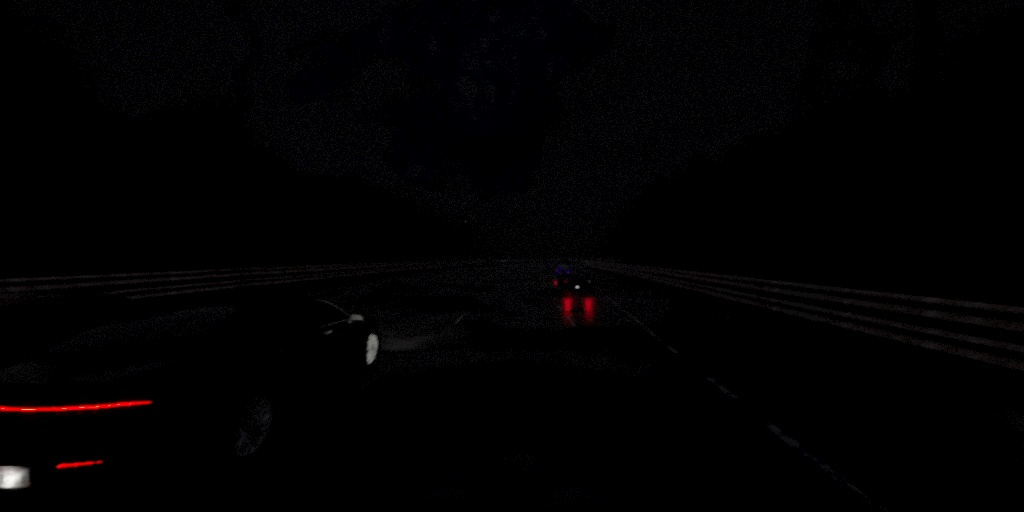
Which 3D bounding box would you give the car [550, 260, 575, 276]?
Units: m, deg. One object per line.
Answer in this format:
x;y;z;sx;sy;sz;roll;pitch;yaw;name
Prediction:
4.865;1.376;35.163;1.812;1.442;4.674;0;0;5;car

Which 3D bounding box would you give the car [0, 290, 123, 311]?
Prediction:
-6.855;1.238;5.448;1.812;1.442;4.674;0;0;0;car

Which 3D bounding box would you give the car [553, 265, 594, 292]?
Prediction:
3.709;1.414;21.689;1.895;1.301;4.718;0;0;5;car

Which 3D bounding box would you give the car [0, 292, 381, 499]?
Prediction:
-3.370;1.239;4.832;1.837;1.490;4.892;0;0;0;car
